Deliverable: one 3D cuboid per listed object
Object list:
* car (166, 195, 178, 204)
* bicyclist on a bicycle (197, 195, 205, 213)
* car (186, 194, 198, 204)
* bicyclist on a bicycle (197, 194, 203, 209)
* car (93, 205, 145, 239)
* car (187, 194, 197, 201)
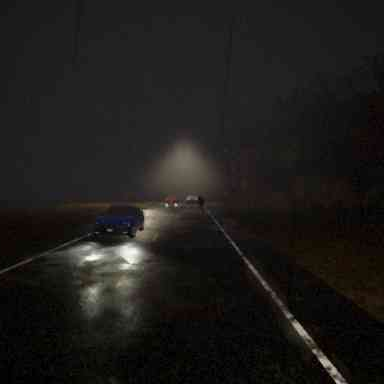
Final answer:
[{"bbox_3d":[-3.574,1.228,59.397,1.882,1.535,5.008,0,0,0],"label":"car"},{"bbox_3d":[0.946,1.236,32.106,0.659,1.776,1.843,0,0,0],"label":"bicyclist on a bicycle"},{"bbox_3d":[0.026,1.370,54.988,1.895,1.301,4.718,0,0,0],"label":"car"},{"bbox_3d":[0.942,1.198,41.105,0.659,1.776,1.843,0,0,0],"label":"bicyclist on a bicycle"},{"bbox_3d":[-3.609,1.405,17.107,1.882,1.535,5.008,0,0,0],"label":"car"},{"bbox_3d":[-0.038,1.213,74.605,2.128,1.511,4.902,0,0,0],"label":"car"}]
